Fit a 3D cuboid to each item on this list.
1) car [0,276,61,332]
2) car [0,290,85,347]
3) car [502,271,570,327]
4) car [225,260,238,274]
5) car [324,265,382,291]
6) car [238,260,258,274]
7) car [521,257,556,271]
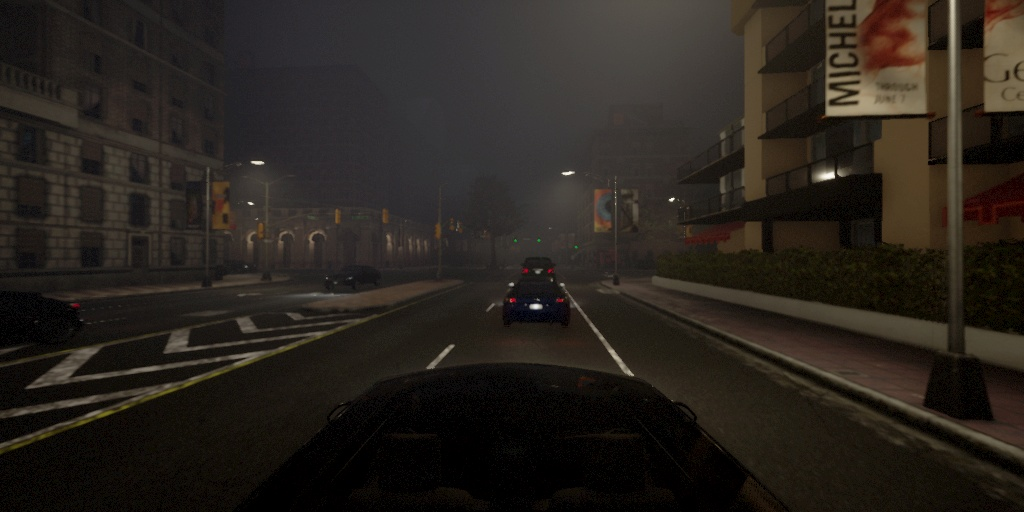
[{"bbox_3d":[-14.734,1.303,8.148,2.033,1.411,5.357,0,0,5],"label":"car"},{"bbox_3d":[-11.329,1.318,6.817,1.994,1.385,4.181,0,0,5],"label":"car"},{"bbox_3d":[0.809,1.364,11.800,1.994,1.385,4.181,0,0,4],"label":"car"},{"bbox_3d":[-34.572,1.383,40.882,4.892,1.490,1.837,0,0,4],"label":"car"},{"bbox_3d":[-9.960,1.277,22.924,1.812,1.442,4.674,0,0,5],"label":"car"},{"bbox_3d":[-34.113,1.248,44.362,4.553,1.767,2.097,0,0,4],"label":"car"},{"bbox_3d":[1.747,1.078,23.870,2.150,2.045,5.566,0,-1,4],"label":"car"}]
